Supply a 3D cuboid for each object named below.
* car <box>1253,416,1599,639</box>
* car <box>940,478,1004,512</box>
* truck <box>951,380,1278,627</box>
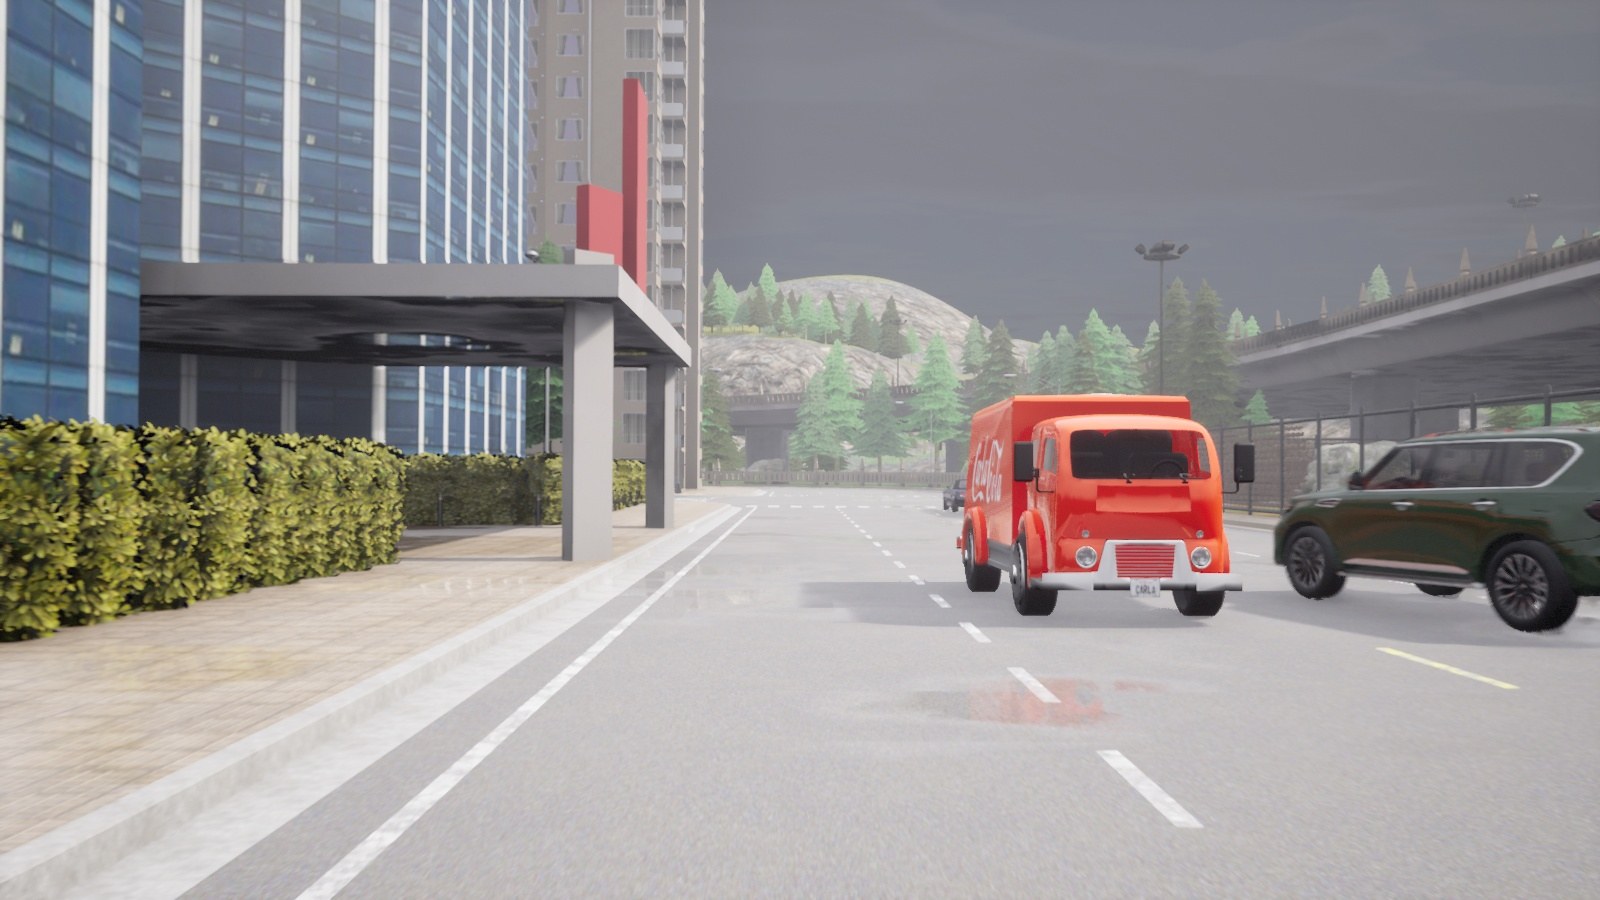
[{"bbox_3d":[7.749,0.752,14.196,2.150,2.045,5.566,0,-1,-15],"label":"car"},{"bbox_3d":[6.876,1.774,50.561,1.895,1.301,4.718,0,-1,0],"label":"car"},{"bbox_3d":[3.461,0.581,15.196,2.627,2.467,5.204,0,-1,0],"label":"truck"}]
